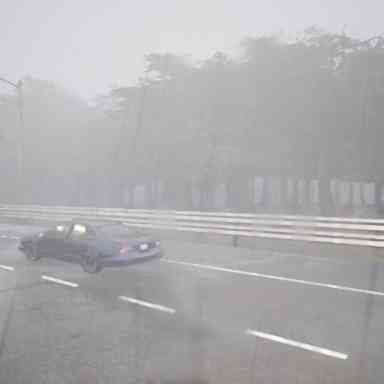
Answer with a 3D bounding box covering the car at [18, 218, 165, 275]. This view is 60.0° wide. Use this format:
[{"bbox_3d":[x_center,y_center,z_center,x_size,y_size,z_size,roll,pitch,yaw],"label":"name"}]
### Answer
[{"bbox_3d":[-3.360,1.562,10.579,5.357,1.411,2.033,0,0,36],"label":"car"}]
